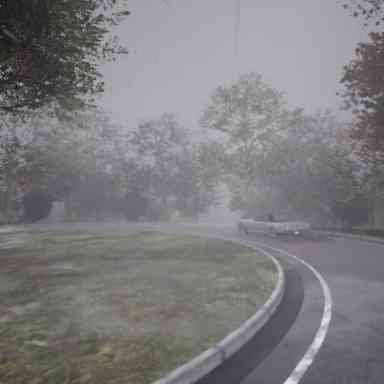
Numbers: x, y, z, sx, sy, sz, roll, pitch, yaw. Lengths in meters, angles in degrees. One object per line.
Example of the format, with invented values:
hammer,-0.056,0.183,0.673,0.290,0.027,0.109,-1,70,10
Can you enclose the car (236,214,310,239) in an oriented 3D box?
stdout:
car,4.609,1.953,19.798,1.895,1.301,4.718,0,-1,-26
